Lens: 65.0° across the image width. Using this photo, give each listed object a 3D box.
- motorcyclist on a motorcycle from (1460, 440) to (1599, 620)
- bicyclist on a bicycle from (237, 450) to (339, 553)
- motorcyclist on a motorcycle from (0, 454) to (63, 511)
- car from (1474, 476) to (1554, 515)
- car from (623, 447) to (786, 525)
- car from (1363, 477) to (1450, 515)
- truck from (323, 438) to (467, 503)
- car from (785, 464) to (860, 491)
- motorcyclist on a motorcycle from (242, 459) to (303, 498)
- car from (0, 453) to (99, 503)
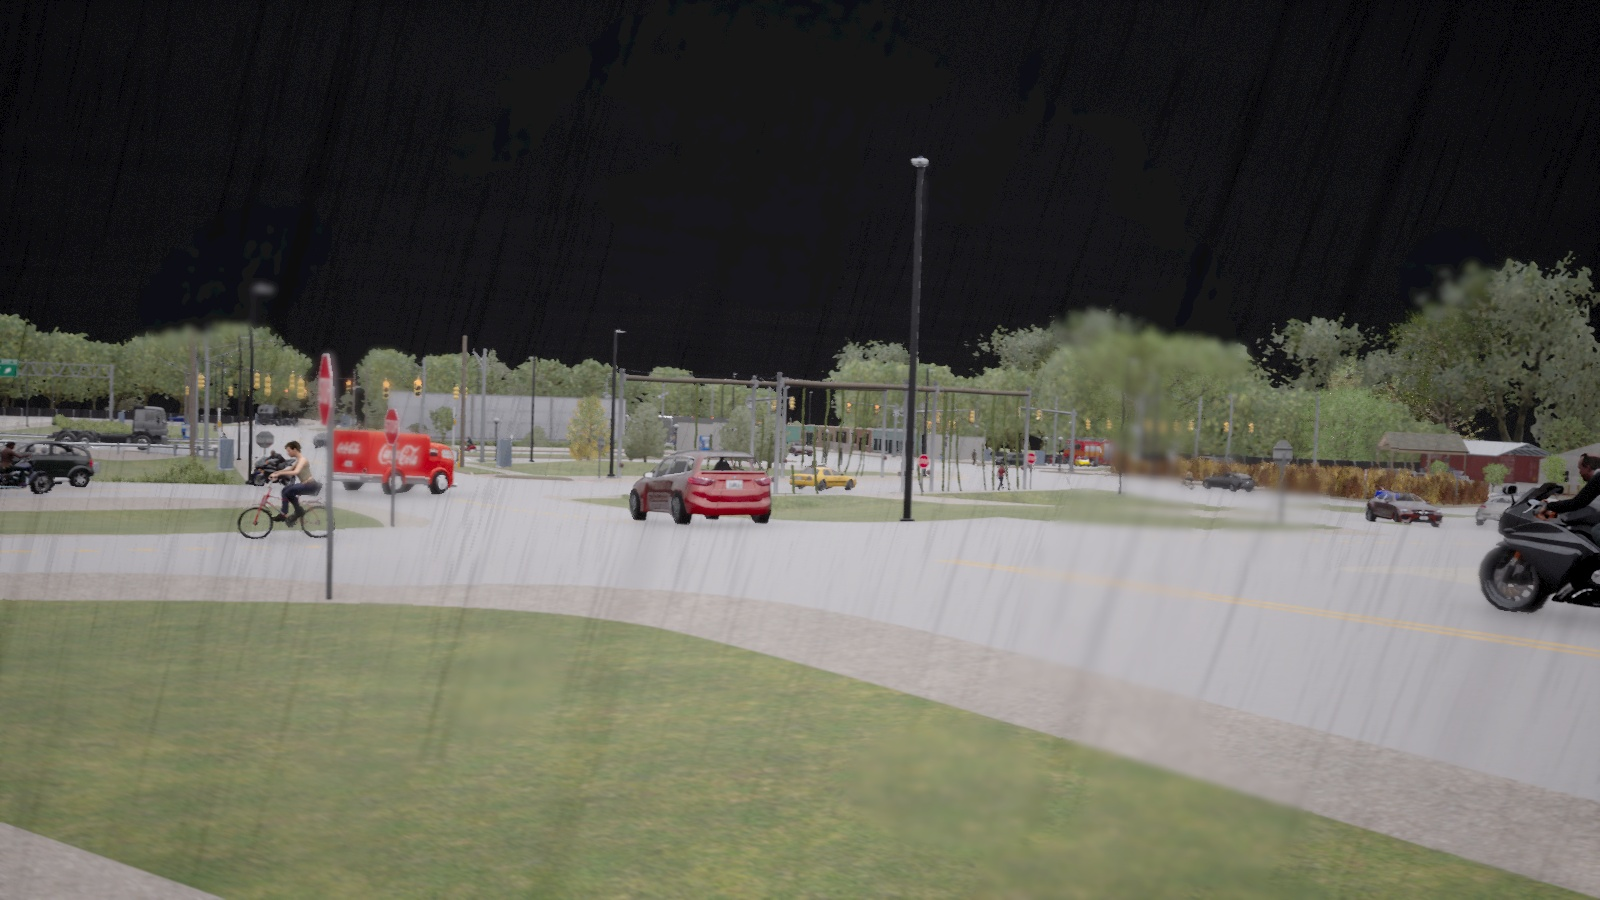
[{"bbox_3d":[7.111,0.679,11.060,0.866,1.530,2.191,0,0,-27],"label":"motorcyclist on a motorcycle"},{"bbox_3d":[-8.339,0.806,20.457,1.509,1.612,0.866,0,0,-24],"label":"bicyclist on a bicycle"},{"bbox_3d":[-23.473,0.977,37.634,0.766,1.649,2.350,2,0,22],"label":"motorcyclist on a motorcycle"},{"bbox_3d":[36.825,2.311,64.693,5.027,1.651,2.152,-2,3,-43],"label":"car"},{"bbox_3d":[-2.333,0.834,29.366,2.242,1.667,4.611,0,-2,-26],"label":"car"},{"bbox_3d":[29.970,2.245,62.258,2.152,1.651,5.027,1,0,4],"label":"car"},{"bbox_3d":[-16.482,0.875,51.452,2.627,2.467,5.204,1,-2,27],"label":"truck"},{"bbox_3d":[1.475,1.693,78.736,1.801,1.575,5.366,3,2,38],"label":"car"},{"bbox_3d":[-21.358,1.157,50.882,0.866,1.530,2.191,2,0,25],"label":"motorcyclist on a motorcycle"},{"bbox_3d":[-25.805,0.920,41.978,1.789,1.549,3.705,2,0,30],"label":"car"}]
